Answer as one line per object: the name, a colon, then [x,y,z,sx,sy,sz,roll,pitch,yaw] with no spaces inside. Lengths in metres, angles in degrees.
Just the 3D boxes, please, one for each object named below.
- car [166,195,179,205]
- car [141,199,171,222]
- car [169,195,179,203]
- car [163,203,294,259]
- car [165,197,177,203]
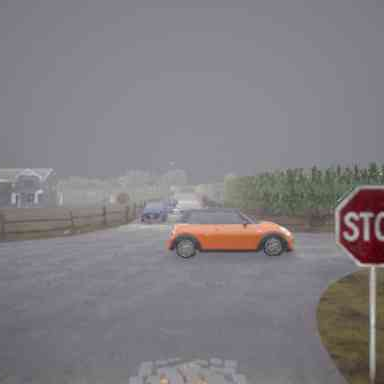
car: [-3.324,1.345,57.603,2.128,1.511,4.902,0,1,0]
car: [-3.091,1.628,28.085,1.882,1.535,5.008,0,0,0]
car: [-3.242,1.570,47.230,1.994,1.385,4.181,0,1,0]
car: [1.385,1.411,12.473,4.553,1.767,2.097,-1,0,0]
car: [-3.171,1.658,37.904,2.033,1.411,5.357,0,0,0]
